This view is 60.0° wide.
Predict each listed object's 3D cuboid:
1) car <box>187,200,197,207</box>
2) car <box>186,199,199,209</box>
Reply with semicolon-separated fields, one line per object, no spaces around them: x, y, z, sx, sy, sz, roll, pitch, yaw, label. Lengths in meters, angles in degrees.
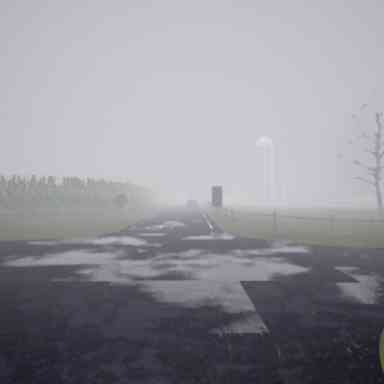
0.012;2.353;68.063;1.895;1.301;4.718;0;-1;0;car
0.067;1.995;58.013;2.097;1.767;4.553;0;-1;0;car
